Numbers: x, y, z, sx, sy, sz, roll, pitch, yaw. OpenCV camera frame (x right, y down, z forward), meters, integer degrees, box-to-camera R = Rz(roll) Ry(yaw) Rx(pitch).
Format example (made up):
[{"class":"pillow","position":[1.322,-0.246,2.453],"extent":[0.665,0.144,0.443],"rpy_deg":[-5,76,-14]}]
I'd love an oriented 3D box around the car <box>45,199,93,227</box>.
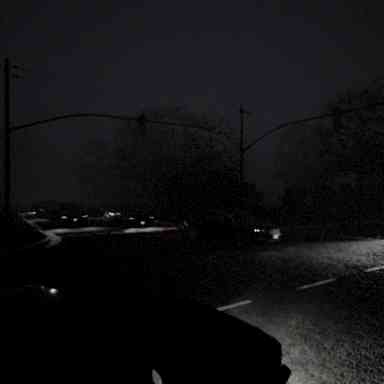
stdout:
[{"class":"car","position":[-8.532,1.493,22.813],"extent":[1.837,1.490,4.892],"rpy_deg":[0,0,-31]}]

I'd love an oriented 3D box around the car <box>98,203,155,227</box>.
[{"class":"car","position":[-4.470,1.530,22.922],"extent":[2.033,1.411,5.357],"rpy_deg":[0,0,-32]}]

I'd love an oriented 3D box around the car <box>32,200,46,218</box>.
[{"class":"car","position":[-13.294,1.489,30.806],"extent":[1.882,1.535,5.008],"rpy_deg":[0,0,-30]}]

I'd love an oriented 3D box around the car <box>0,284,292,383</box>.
[{"class":"car","position":[-1.605,1.546,2.571],"extent":[5.357,1.411,2.033],"rpy_deg":[0,0,-35]}]

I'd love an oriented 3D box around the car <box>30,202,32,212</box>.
[{"class":"car","position":[-18.086,1.632,39.501],"extent":[1.994,1.385,4.181],"rpy_deg":[0,0,-28]}]

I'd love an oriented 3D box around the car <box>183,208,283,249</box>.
[{"class":"car","position":[1.667,1.478,14.817],"extent":[2.128,1.511,4.902],"rpy_deg":[0,0,-41]}]

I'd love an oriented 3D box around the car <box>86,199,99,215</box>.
[{"class":"car","position":[-9.786,1.482,31.703],"extent":[1.882,1.535,5.008],"rpy_deg":[0,0,-30]}]

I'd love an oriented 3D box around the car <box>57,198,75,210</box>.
[{"class":"car","position":[-17.170,1.629,45.242],"extent":[1.812,1.442,4.674],"rpy_deg":[0,0,-27]}]
